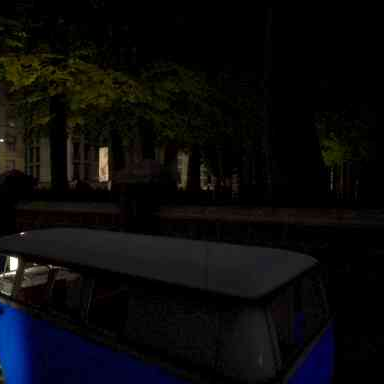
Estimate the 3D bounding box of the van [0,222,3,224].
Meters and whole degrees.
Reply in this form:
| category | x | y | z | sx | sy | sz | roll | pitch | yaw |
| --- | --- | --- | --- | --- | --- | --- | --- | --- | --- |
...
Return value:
| category | x | y | z | sx | sy | sz | roll | pitch | yaw |
| --- | --- | --- | --- | --- | --- | --- | --- | --- | --- |
| van | -5.278 | 1.340 | 6.657 | 3.998 | 1.788 | 1.690 | 0 | 0 | 36 |

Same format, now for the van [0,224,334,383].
| category | x | y | z | sx | sy | sz | roll | pitch | yaw |
| --- | --- | --- | --- | --- | --- | --- | --- | --- | --- |
| van | -0.687 | 1.341 | 3.351 | 3.998 | 1.788 | 1.690 | 0 | 0 | 36 |
